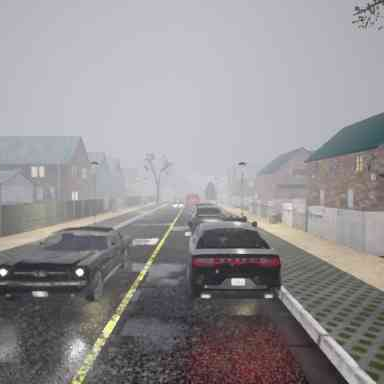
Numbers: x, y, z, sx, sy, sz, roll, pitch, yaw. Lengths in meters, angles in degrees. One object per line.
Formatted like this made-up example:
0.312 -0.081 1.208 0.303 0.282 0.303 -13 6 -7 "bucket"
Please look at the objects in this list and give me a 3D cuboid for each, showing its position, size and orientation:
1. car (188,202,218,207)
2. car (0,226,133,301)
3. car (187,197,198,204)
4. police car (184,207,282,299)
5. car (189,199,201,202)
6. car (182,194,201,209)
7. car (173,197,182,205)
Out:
0.859 1.512 18.489 1.837 1.490 4.892 0 0 0 "car"
-2.835 1.600 8.418 1.895 1.301 4.718 0 0 0 "car"
0.121 1.677 66.029 2.033 1.411 5.357 0 0 0 "car"
0.840 1.424 8.598 1.930 1.638 5.238 0 0 0 "police car"
0.869 1.519 24.490 1.837 1.490 4.892 0 0 0 "car"
0.121 1.281 46.803 2.150 2.045 5.566 0 0 1 "car"
-2.633 1.609 63.157 2.128 1.511 4.902 0 0 0 "car"
